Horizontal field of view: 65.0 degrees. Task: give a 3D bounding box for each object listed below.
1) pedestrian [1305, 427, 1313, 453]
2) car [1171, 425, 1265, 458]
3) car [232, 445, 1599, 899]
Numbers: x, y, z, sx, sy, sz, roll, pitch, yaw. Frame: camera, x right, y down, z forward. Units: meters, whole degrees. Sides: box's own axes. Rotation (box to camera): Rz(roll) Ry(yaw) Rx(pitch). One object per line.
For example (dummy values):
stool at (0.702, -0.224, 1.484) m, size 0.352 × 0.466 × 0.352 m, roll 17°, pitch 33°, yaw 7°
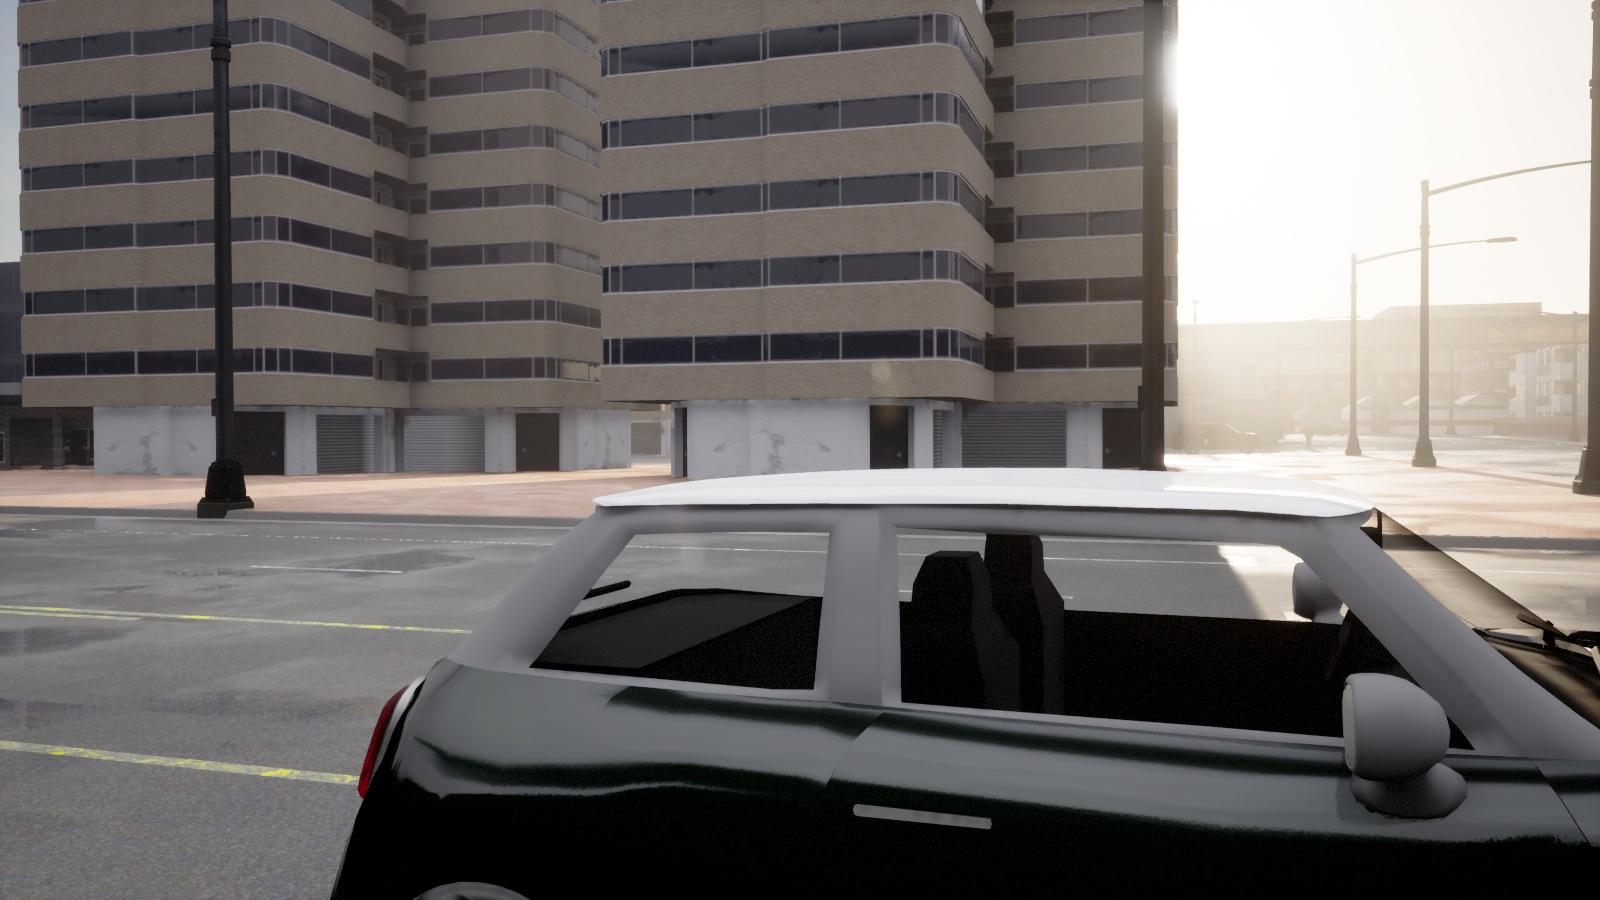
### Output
pedestrian at (36.241, -0.684, 89.394) m, size 0.431 × 1.840 × 0.709 m, roll 0°, pitch 1°, yaw 13°
car at (26.377, -0.517, 79.476) m, size 5.566 × 2.045 × 2.150 m, roll 0°, pitch 1°, yaw 17°
car at (0.941, 0.749, 2.925) m, size 3.806 × 1.475 × 1.970 m, roll 1°, pitch 1°, yaw 19°
